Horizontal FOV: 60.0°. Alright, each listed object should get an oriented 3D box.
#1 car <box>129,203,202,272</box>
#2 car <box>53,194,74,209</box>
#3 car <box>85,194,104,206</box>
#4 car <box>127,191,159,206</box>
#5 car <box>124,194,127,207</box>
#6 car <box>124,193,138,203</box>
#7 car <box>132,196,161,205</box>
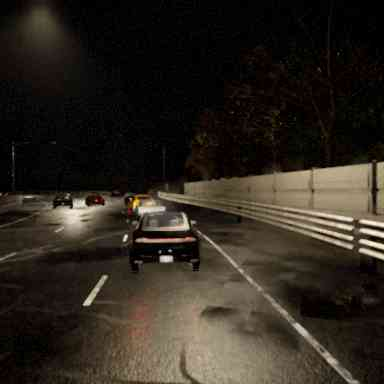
[{"bbox_3d":[-0.844,1.322,10.203,2.128,1.511,4.902,0,1,-6],"label":"car"},{"bbox_3d":[-13.546,0.932,35.057,2.128,1.511,4.902,0,1,-20],"label":"car"},{"bbox_3d":[-11.754,0.919,40.054,1.994,1.385,4.181,0,1,-22],"label":"car"},{"bbox_3d":[-4.524,0.984,30.186,1.882,1.535,5.008,0,1,-16],"label":"car"},{"bbox_3d":[-6.843,0.862,38.762,2.128,1.511,4.902,0,1,-14],"label":"car"},{"bbox_3d":[-8.824,0.819,48.108,1.895,1.301,4.718,0,1,-10],"label":"car"},{"bbox_3d":[-3.095,1.207,24.016,1.895,1.301,4.718,0,1,-13],"label":"car"}]
